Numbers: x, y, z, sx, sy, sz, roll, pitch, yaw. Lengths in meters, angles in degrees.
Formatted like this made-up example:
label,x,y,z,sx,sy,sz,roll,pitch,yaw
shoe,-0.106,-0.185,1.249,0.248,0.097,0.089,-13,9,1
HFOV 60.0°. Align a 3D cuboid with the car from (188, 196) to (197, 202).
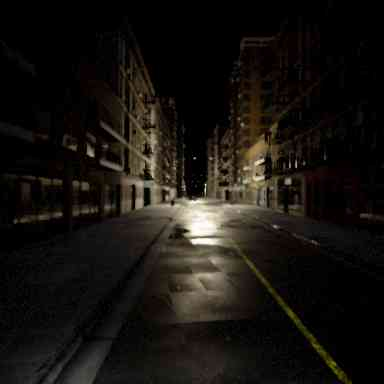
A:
label,x,y,z,sx,sy,sz,roll,pitch,yaw
car,0.139,1.678,81.863,2.128,1.511,4.902,0,0,0
